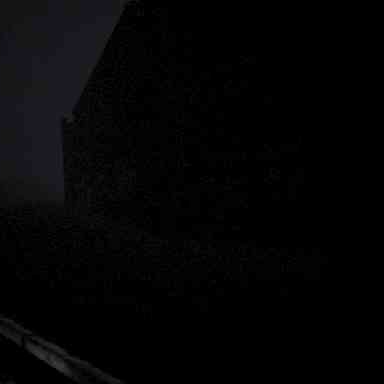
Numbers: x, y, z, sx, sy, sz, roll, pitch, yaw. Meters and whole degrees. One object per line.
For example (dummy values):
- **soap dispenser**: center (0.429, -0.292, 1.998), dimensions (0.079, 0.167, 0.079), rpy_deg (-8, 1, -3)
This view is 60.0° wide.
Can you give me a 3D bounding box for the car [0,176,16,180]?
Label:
- **car**: center (-46.846, -3.120, 81.520), dimensions (2.231, 1.521, 4.892), rpy_deg (-5, -3, 35)
